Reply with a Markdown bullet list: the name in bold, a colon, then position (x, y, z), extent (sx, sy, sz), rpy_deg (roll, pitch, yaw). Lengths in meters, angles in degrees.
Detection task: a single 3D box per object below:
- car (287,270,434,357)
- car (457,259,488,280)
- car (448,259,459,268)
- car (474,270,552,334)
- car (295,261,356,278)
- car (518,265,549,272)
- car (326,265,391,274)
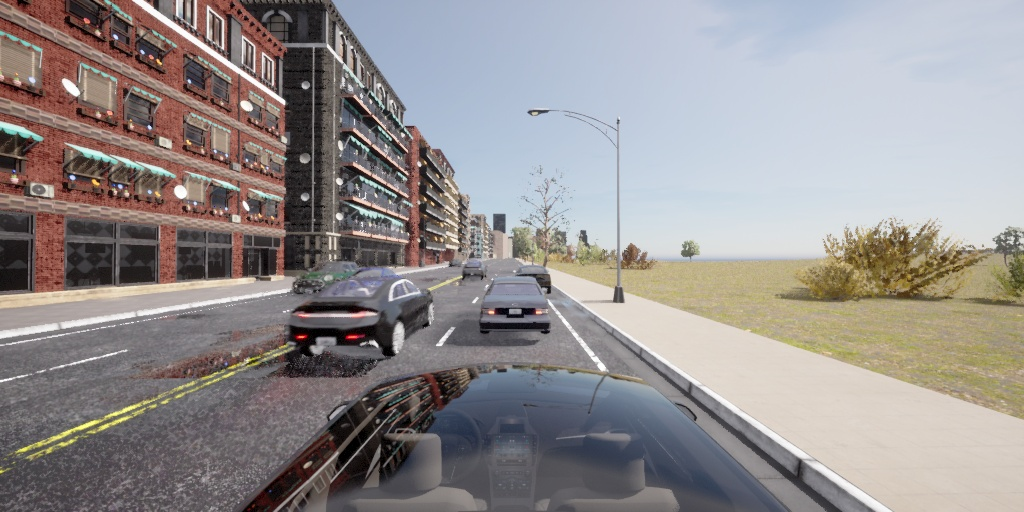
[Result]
- **car**: position (-3.161, 1.241, 8.517), extent (2.128, 1.511, 4.902), rpy_deg (0, 0, 0)
- **car**: position (-3.195, 1.245, 31.343), extent (2.128, 1.511, 4.902), rpy_deg (0, 0, 0)
- **car**: position (-9.905, 1.255, 62.728), extent (1.837, 1.490, 4.892), rpy_deg (0, 0, 0)
- **car**: position (0.090, 1.299, 10.617), extent (2.033, 1.411, 5.357), rpy_deg (0, 0, 0)
- **car**: position (-9.878, 1.104, 19.652), extent (2.097, 1.767, 4.553), rpy_deg (0, 0, 0)
- **car**: position (1.109, 1.230, 20.381), extent (1.882, 1.535, 5.008), rpy_deg (0, 0, 0)
- **car**: position (-6.622, 1.277, 17.018), extent (1.812, 1.442, 4.674), rpy_deg (0, 0, 0)
